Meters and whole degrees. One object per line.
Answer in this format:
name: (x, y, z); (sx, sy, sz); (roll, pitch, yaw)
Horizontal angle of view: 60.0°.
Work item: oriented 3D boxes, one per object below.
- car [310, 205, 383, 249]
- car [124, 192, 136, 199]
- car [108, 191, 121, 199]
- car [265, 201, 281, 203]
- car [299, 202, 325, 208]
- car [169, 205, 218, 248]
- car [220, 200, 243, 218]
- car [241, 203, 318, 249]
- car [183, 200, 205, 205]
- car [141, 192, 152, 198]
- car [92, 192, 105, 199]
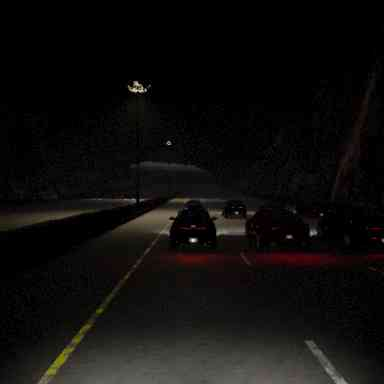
car: (7.063, 1.514, 14.552); (1.837, 1.490, 4.892); (0, 0, 0)
car: (-13.484, 0.657, 72.905); (2.033, 1.411, 5.357); (0, 1, 0)
car: (-16.984, 0.595, 72.930); (1.882, 1.535, 5.008); (0, 1, 0)
car: (7.179, 1.493, 29.548); (1.994, 1.385, 4.181); (0, 0, 0)
car: (10.680, 1.537, 29.551); (1.895, 1.301, 4.718); (0, 0, 0)
car: (0.063, 1.514, 14.607); (1.837, 1.490, 4.892); (0, 0, 0)
car: (3.680, 1.437, 29.575); (1.837, 1.490, 4.892); (0, 0, 0)
car: (3.563, 1.483, 14.580); (1.882, 1.535, 5.008); (0, 0, 0)
car: (0.180, 1.454, 29.602); (1.812, 1.442, 4.674); (0, 0, 0)
car: (-9.985, 0.713, 72.849); (1.895, 1.301, 4.718); (0, 1, 0)
car: (-20.484, 0.641, 72.959); (1.812, 1.442, 4.674); (0, 1, 0)
